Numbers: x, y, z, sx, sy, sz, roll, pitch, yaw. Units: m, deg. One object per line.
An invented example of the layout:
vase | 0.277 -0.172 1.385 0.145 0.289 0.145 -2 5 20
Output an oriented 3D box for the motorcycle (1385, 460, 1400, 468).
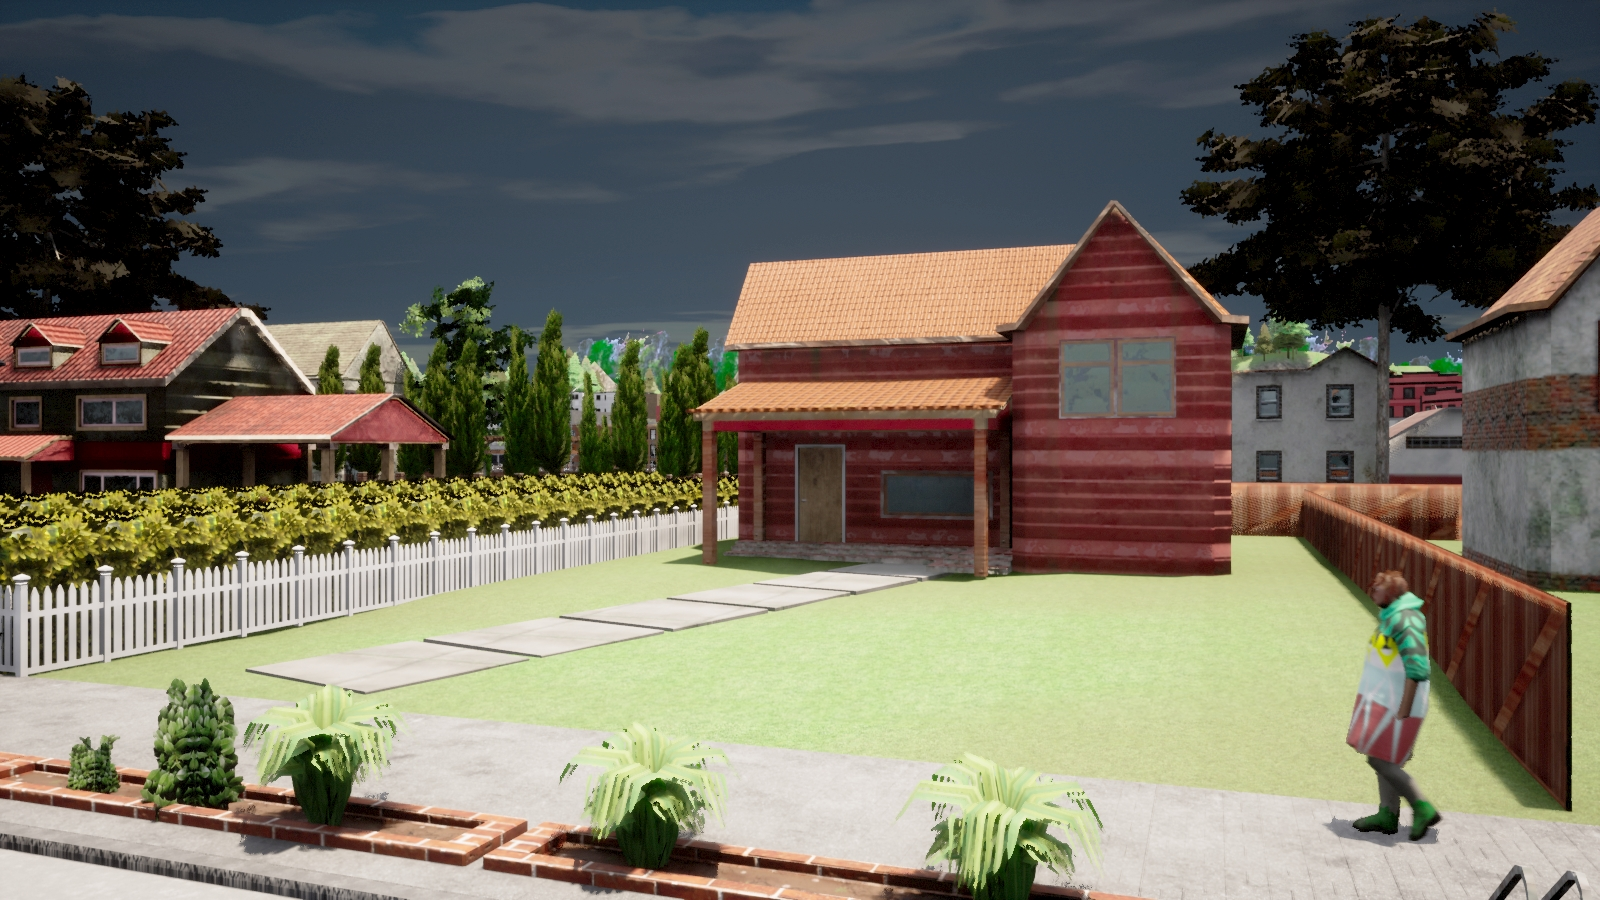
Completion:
motorcycle | 94.579 2.186 182.246 2.033 1.199 0.803 0 0 20

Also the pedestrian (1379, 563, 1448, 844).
pedestrian | 4.285 1.744 7.990 0.375 1.860 0.375 0 0 20
